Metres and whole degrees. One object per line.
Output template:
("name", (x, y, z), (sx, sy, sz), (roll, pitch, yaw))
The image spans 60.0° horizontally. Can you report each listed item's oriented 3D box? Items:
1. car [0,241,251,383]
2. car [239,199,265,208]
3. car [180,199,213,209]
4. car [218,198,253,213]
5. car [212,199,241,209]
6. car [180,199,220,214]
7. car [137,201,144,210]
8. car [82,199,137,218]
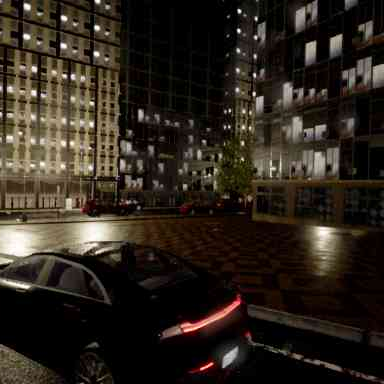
("car", (-1.577, 1.486, 4.809), (4.902, 1.511, 2.128), (-1, 0, 36))
("car", (10.258, 1.934, 56.545), (4.206, 1.307, 1.802), (1, 1, -34))
("car", (0.762, 1.784, 50.045), (4.829, 1.417, 1.752), (1, 1, -34))
("car", (5.355, 1.782, 43.635), (5.009, 1.841, 2.192), (1, 1, -34))
("car", (5.580, 1.872, 53.343), (4.313, 1.339, 1.947), (1, 1, -34))
("car", (0.671, 1.965, 40.437), (4.507, 1.381, 1.887), (1, 1, -34))
("car", (-8.455, 1.719, 43.739), (4.403, 1.369, 2.008), (1, 1, -34))
("car", (-8.680, 1.645, 34.031), (5.009, 1.841, 2.192), (1, 1, -34))
